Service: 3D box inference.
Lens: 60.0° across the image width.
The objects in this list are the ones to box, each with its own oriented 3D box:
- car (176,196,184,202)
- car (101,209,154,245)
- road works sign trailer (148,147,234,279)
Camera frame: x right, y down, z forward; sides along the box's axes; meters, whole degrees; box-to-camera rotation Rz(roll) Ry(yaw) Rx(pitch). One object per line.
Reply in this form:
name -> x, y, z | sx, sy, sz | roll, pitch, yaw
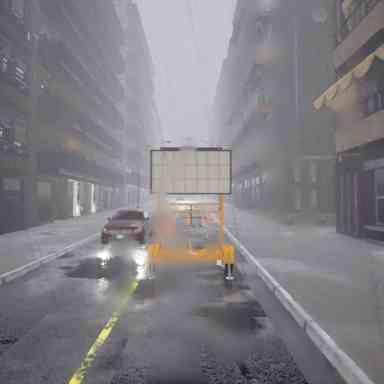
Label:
car -> -2.921, 1.654, 80.299 | 1.895, 1.301, 4.718 | 0, 0, 0
car -> -2.885, 1.535, 15.653 | 1.812, 1.442, 4.674 | 0, 0, 0
road works sign trailer -> -0.029, 0.470, 10.000 | 2.380, 3.560, 2.880 | 0, 0, 0
